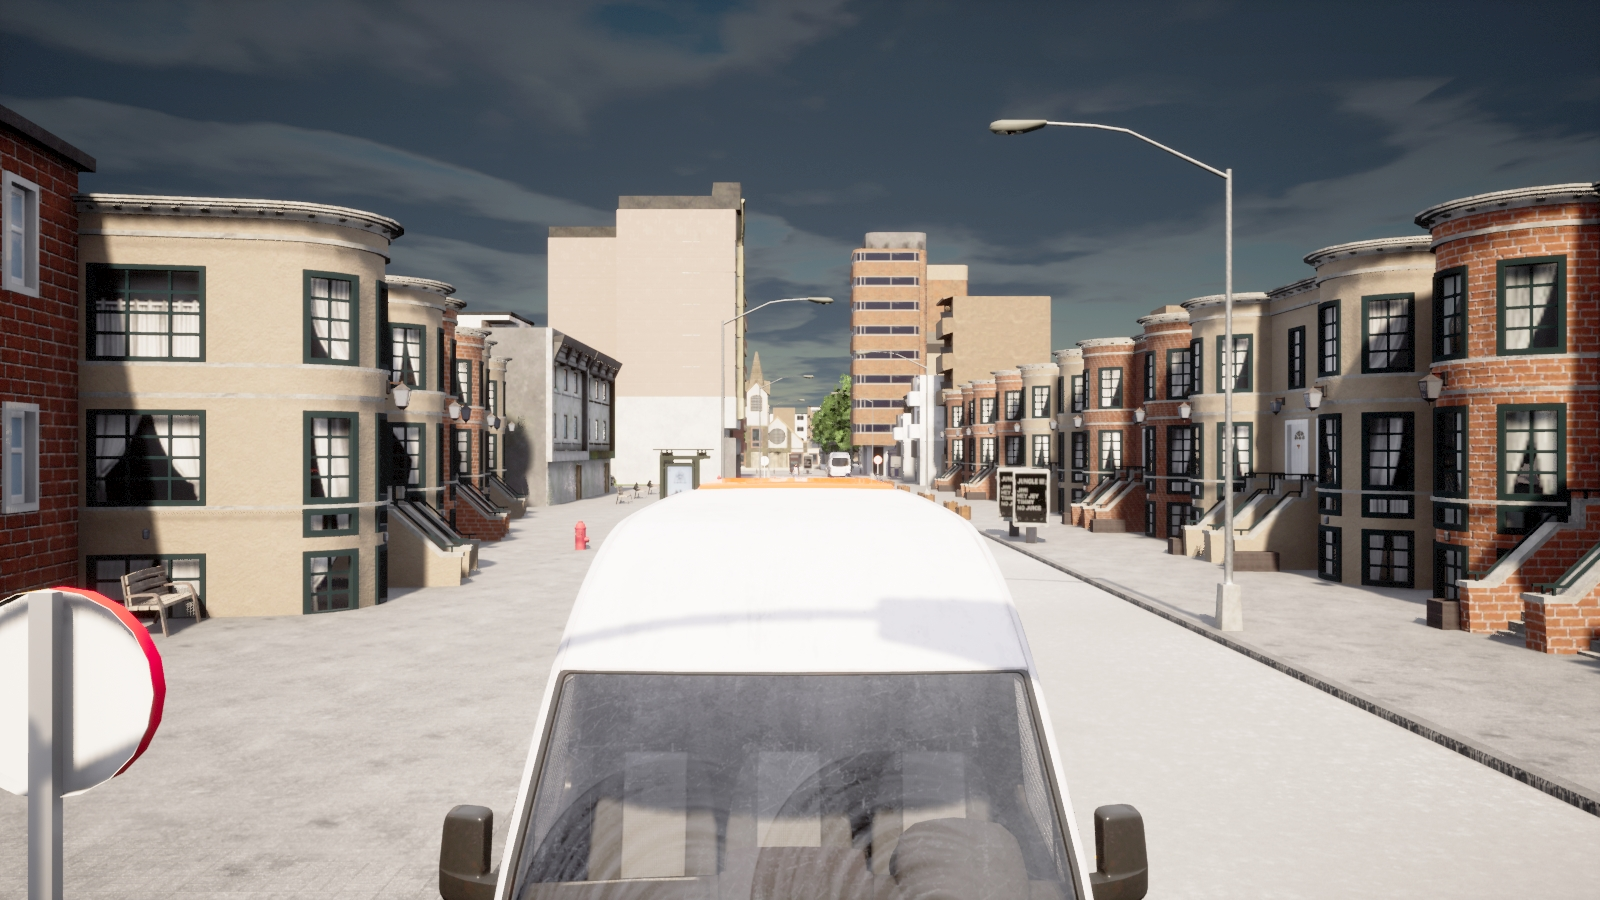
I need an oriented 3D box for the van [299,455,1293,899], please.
[{"bbox_3d":[-0.019,1.314,5.243,1.988,2.561,5.915,0,0,0],"label":"van"}]
